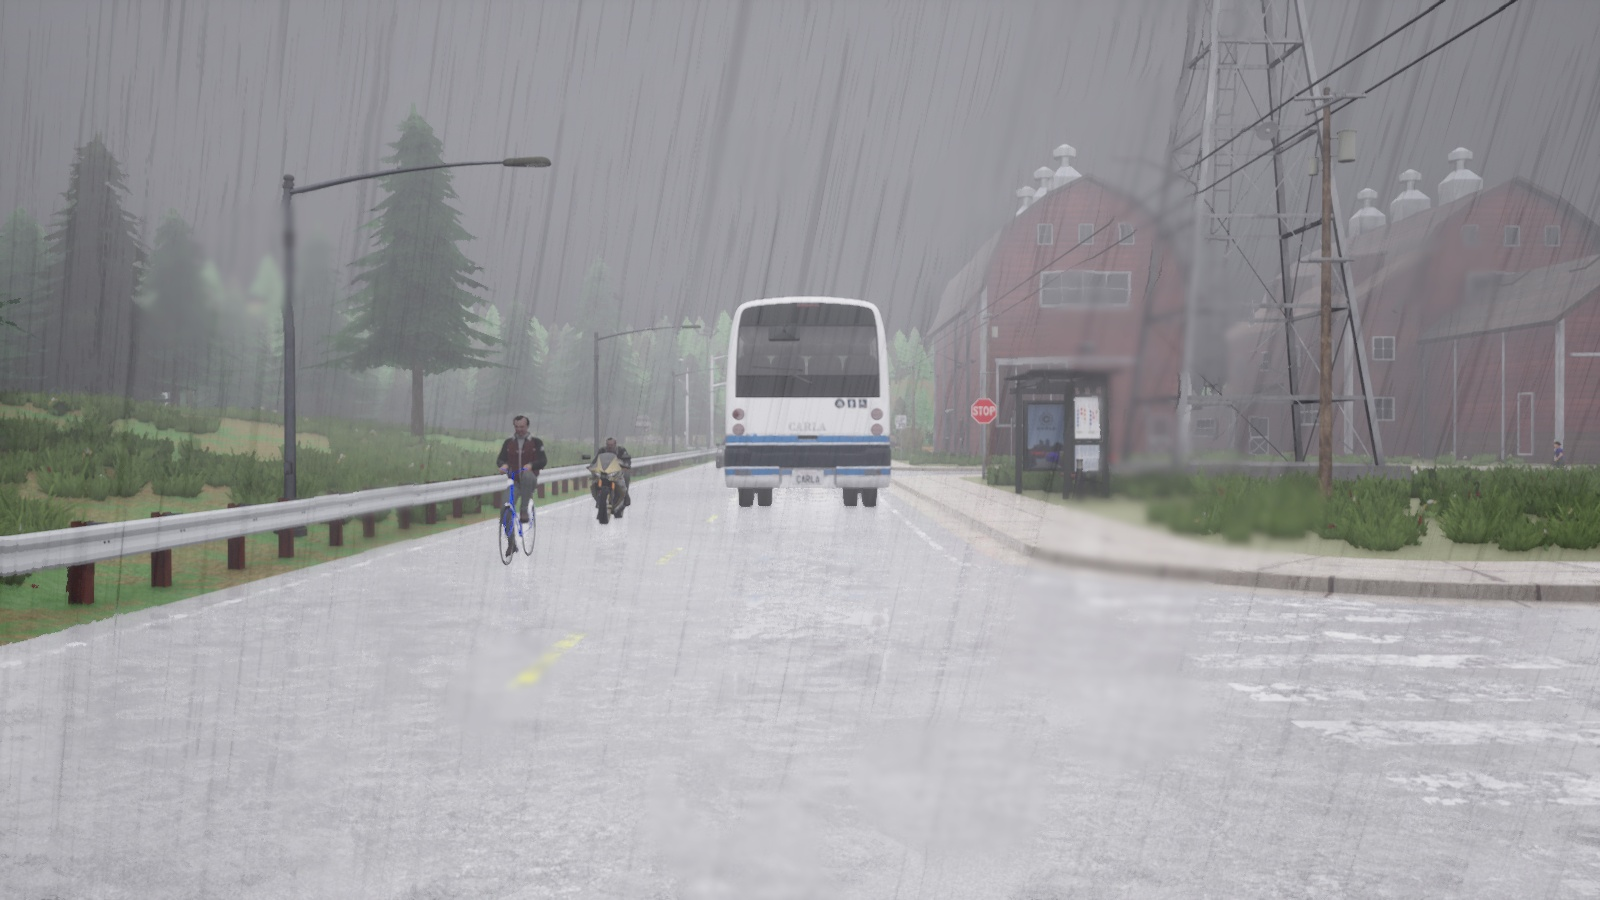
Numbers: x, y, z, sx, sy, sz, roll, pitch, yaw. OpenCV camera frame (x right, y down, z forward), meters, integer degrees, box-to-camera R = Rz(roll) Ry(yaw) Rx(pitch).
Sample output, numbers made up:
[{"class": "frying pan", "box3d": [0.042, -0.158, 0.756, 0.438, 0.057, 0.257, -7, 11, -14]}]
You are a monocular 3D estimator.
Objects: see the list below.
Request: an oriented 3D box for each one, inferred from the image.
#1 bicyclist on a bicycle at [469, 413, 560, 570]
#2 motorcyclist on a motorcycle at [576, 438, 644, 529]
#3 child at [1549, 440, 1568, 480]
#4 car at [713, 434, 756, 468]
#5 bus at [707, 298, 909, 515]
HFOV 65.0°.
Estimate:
[{"class": "bicyclist on a bicycle", "box3d": [-3.401, 0.466, 15.108, 0.659, 1.776, 1.843, 0, 0, 0]}, {"class": "motorcyclist on a motorcycle", "box3d": [-3.361, 0.558, 22.423, 0.866, 1.530, 2.191, 0, 1, 0]}, {"class": "child", "box3d": [24.148, 0.308, 39.976, 0.437, 1.263, 0.270, 0, 1, 1]}, {"class": "car", "box3d": [-3.148, 0.041, 61.220, 1.851, 1.617, 3.988, 0, 1, 0]}, {"class": "bus", "box3d": [0.180, -0.922, 29.730, 3.944, 4.253, 10.273, 0, 1, 0]}]
